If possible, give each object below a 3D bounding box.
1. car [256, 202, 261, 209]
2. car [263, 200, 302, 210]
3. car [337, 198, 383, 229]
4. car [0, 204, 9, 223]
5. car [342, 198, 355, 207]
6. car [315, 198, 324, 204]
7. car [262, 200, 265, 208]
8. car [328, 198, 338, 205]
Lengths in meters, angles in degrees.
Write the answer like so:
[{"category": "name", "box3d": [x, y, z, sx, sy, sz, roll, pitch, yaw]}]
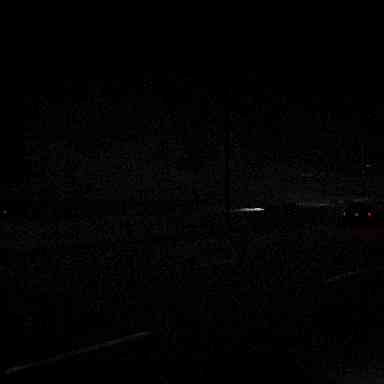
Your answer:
[{"category": "car", "box3d": [12.301, 2.048, 55.456, 1.994, 1.385, 4.181, -1, -1, 37]}, {"category": "car", "box3d": [10.347, 1.857, 36.598, 2.033, 1.411, 5.357, -1, -1, 43]}, {"category": "car", "box3d": [12.344, 1.522, 23.402, 4.553, 1.767, 2.097, 0, -1, -45]}, {"category": "car", "box3d": [-17.125, 1.703, 26.241, 4.553, 1.767, 2.097, 0, -1, -36]}, {"category": "car", "box3d": [29.914, 1.949, 63.440, 1.882, 1.535, 5.008, -1, -1, 30]}, {"category": "car", "box3d": [32.220, 2.137, 83.940, 1.882, 1.535, 5.008, -1, -1, 25]}, {"category": "car", "box3d": [11.433, 1.846, 43.135, 1.882, 1.535, 5.008, -1, -1, 40]}, {"category": "car", "box3d": [31.571, 2.047, 74.339, 1.882, 1.535, 5.008, -1, -1, 25]}]
